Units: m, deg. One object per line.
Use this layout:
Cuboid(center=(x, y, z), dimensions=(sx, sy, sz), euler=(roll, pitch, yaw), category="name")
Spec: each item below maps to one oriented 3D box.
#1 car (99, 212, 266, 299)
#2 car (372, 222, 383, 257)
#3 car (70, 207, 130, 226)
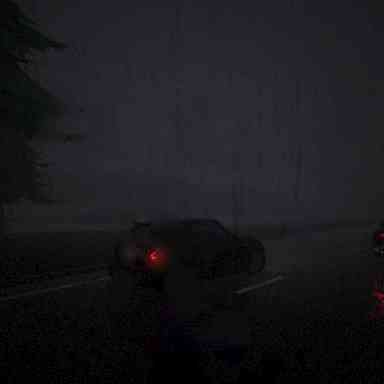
Cuboid(center=(0.090, 1.481, 9.171), dimensions=(4.553, 1.767, 2.097), euler=(1, -1, -45), category="car")
Cuboid(center=(8.386, 1.633, 12.568), dimensions=(4.892, 1.490, 1.837), euler=(0, -1, -45), category="car")
Cuboid(center=(-7.120, 1.965, 27.183), dimensions=(5.357, 1.411, 2.033), euler=(0, -1, -17), category="car")
